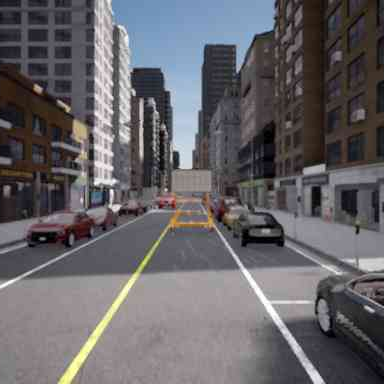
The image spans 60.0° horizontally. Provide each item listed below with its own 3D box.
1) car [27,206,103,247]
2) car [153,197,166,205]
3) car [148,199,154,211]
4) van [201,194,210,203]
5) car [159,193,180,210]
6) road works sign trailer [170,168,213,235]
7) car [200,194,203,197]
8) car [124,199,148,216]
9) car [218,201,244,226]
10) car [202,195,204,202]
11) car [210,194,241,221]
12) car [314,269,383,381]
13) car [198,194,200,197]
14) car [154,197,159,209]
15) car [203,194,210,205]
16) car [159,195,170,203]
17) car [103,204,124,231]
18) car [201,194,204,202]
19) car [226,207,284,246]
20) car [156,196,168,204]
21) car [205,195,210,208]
[{"bbox_3d":[-5.678,1.528,14.877,1.887,1.381,4.507,0,0,0],"label":"car"},{"bbox_3d":[-5.705,1.512,59.078,1.802,1.307,4.206,0,0,0],"label":"car"},{"bbox_3d":[-5.692,1.523,36.977,1.947,1.339,4.313,0,0,0],"label":"car"},{"bbox_3d":[2.814,1.258,70.138,1.690,1.788,3.998,0,0,0],"label":"van"},{"bbox_3d":[-3.111,1.173,43.223,2.150,2.045,5.566,0,0,0],"label":"car"},{"bbox_3d":[-0.013,0.444,18.803,2.380,3.560,2.880,0,0,0],"label":"road works sign trailer"},{"bbox_3d":[2.821,1.496,59.091,1.947,1.339,4.313,0,0,0],"label":"car"},{"bbox_3d":[-5.688,1.508,31.452,1.887,1.381,4.507,0,0,0],"label":"car"},{"bbox_3d":[2.845,1.503,20.595,1.752,1.417,4.829,0,0,0],"label":"car"},{"bbox_3d":[2.828,1.494,48.043,2.008,1.369,4.403,0,0,0],"label":"car"},{"bbox_3d":[2.842,1.286,25.949,2.192,1.841,5.009,0,0,0],"label":"car"},{"bbox_3d":[2.855,1.547,3.855,2.008,1.369,4.403,0,0,0],"label":"car"},{"bbox_3d":[2.818,1.239,64.614,2.192,1.841,5.009,0,0,0],"label":"car"},{"bbox_3d":[-5.695,1.516,42.502,1.947,1.339,4.313,0,0,0],"label":"car"},{"bbox_3d":[2.831,1.391,42.520,1.967,1.590,4.097,0,0,0],"label":"car"},{"bbox_3d":[-5.712,1.357,70.127,1.967,1.590,4.097,0,0,0],"label":"car"},{"bbox_3d":[-5.681,1.559,20.402,1.802,1.307,4.206,0,0,0],"label":"car"},{"bbox_3d":[2.824,1.488,53.567,2.008,1.369,4.403,0,0,0],"label":"car"},{"bbox_3d":[2.848,1.550,14.902,1.947,1.339,4.313,0,0,0],"label":"car"},{"bbox_3d":[-5.709,1.489,64.603,1.947,1.339,4.313,0,0,0],"label":"car"},{"bbox_3d":[2.834,1.397,36.996,1.967,1.590,4.097,0,0,0],"label":"car"}]
